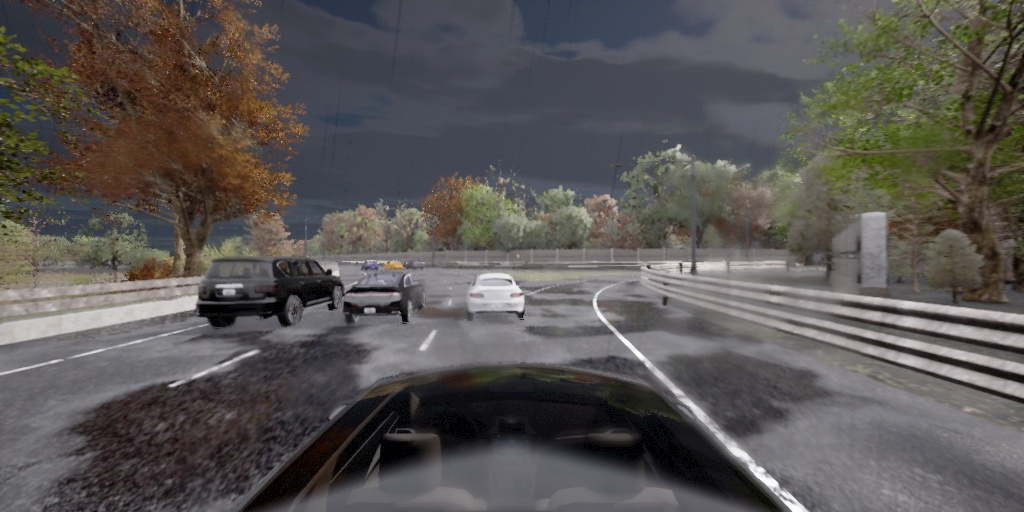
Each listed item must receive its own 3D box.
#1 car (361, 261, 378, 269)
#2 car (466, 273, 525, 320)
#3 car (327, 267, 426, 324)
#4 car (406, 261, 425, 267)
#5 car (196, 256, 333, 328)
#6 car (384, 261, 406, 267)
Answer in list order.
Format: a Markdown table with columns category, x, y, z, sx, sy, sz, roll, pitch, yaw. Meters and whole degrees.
| category | x | y | z | sx | sy | sz | roll | pitch | yaw |
| --- | --- | --- | --- | --- | --- | --- | --- | --- | --- |
| car | -22.033 | 1.550 | 55.635 | 1.812 | 1.442 | 4.674 | 0 | 0 | -33 |
| car | -0.643 | 1.315 | 12.764 | 1.812 | 1.442 | 4.674 | 0 | 0 | -5 |
| car | -4.132 | 1.294 | 12.270 | 2.128 | 1.511 | 4.902 | 0 | 0 | -5 |
| car | -16.028 | 1.559 | 59.233 | 2.033 | 1.411 | 5.357 | 0 | 0 | -33 |
| car | -7.561 | 1.038 | 11.945 | 2.150 | 2.045 | 5.566 | 0 | 0 | -5 |
| car | -19.031 | 1.496 | 57.434 | 1.882 | 1.535 | 5.008 | 0 | 0 | -33 |
